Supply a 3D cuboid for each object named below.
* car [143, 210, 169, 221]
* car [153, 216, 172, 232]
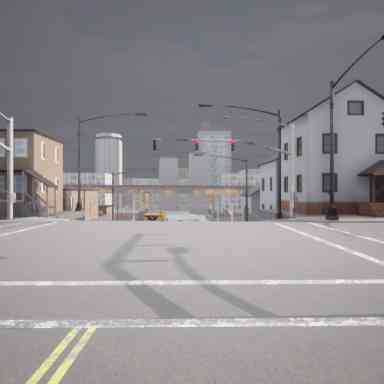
[{"bbox_3d":[-3.673,2.536,33.502,1.882,1.535,5.008,0,-9,1],"label":"car"},{"bbox_3d":[-3.780,4.235,43.725,2.128,1.511,4.902,0,-13,-1],"label":"car"}]
